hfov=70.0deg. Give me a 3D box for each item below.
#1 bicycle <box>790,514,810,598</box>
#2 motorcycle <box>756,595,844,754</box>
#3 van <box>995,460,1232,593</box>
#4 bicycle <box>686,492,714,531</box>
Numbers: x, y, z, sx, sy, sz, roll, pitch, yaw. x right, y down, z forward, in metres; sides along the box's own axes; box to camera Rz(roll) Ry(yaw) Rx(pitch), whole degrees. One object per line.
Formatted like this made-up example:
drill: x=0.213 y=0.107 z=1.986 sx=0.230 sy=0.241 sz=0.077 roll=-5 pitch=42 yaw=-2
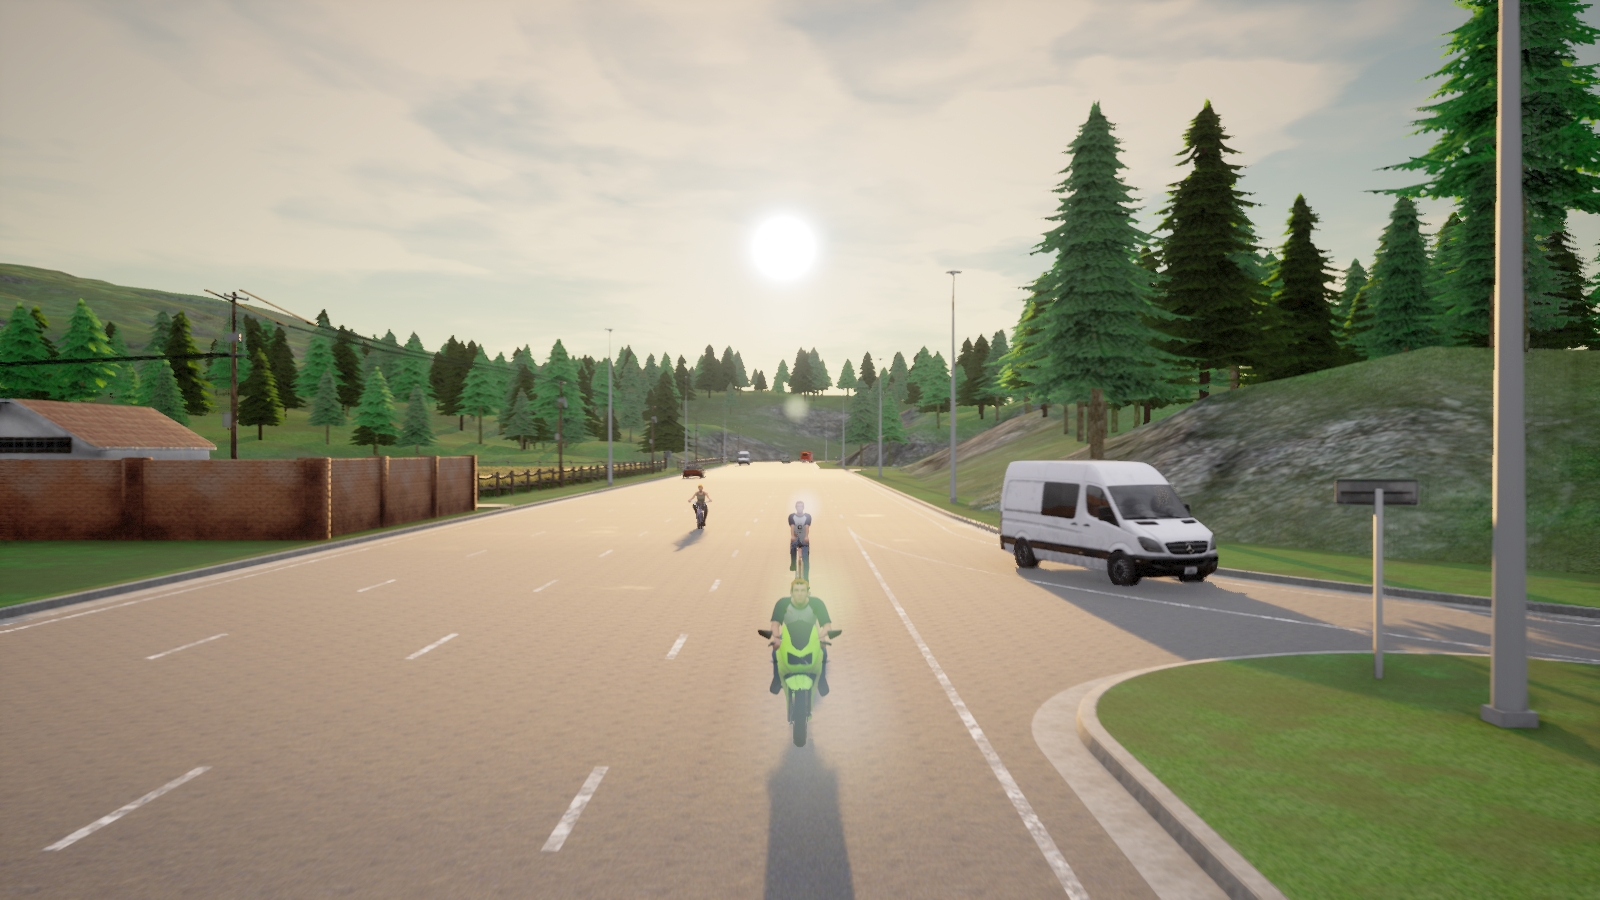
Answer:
bicycle: x=-0.001 y=2.056 z=22.490 sx=0.373 sy=1.496 sz=1.643 roll=0 pitch=0 yaw=0
motorcycle: x=-0.001 y=2.186 z=11.484 sx=0.803 sy=1.199 sz=2.033 roll=0 pitch=0 yaw=0
van: x=6.769 y=1.534 z=25.602 sx=1.988 sy=2.561 sz=5.915 roll=-1 pitch=0 yaw=-21
bicycle: x=-3.503 y=2.158 z=40.207 sx=0.859 sy=1.277 sz=1.487 roll=0 pitch=0 yaw=0
